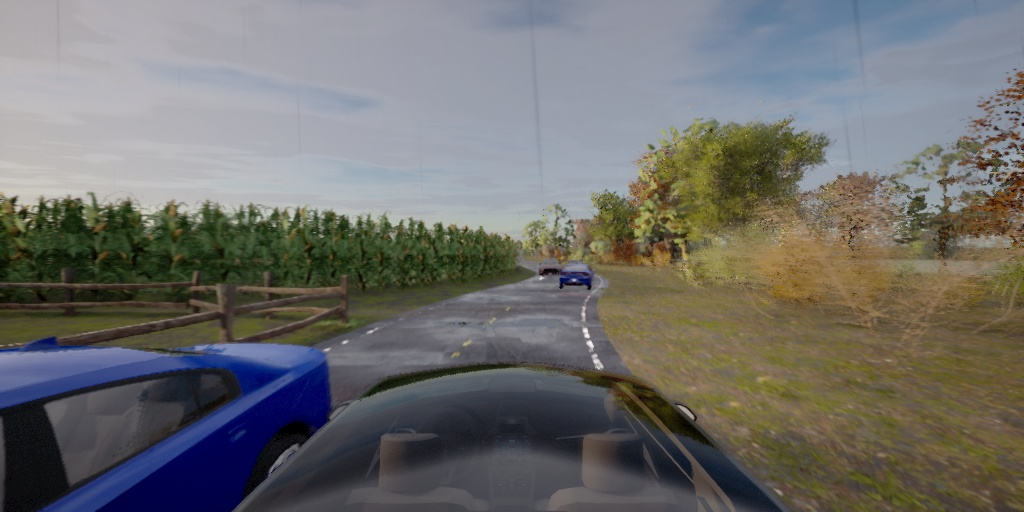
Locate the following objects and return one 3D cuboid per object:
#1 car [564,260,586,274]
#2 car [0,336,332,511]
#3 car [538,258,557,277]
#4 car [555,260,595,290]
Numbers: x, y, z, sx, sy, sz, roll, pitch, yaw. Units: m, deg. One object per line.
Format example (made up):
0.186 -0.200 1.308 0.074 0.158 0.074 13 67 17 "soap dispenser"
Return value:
7.165 1.192 41.243 1.837 1.490 4.892 1 0 3 "car"
-2.572 1.214 1.113 1.882 1.535 5.008 0 0 2 "car"
3.724 1.040 34.731 2.097 1.767 4.553 0 0 7 "car"
4.175 1.207 22.753 1.882 1.535 5.008 1 0 15 "car"
